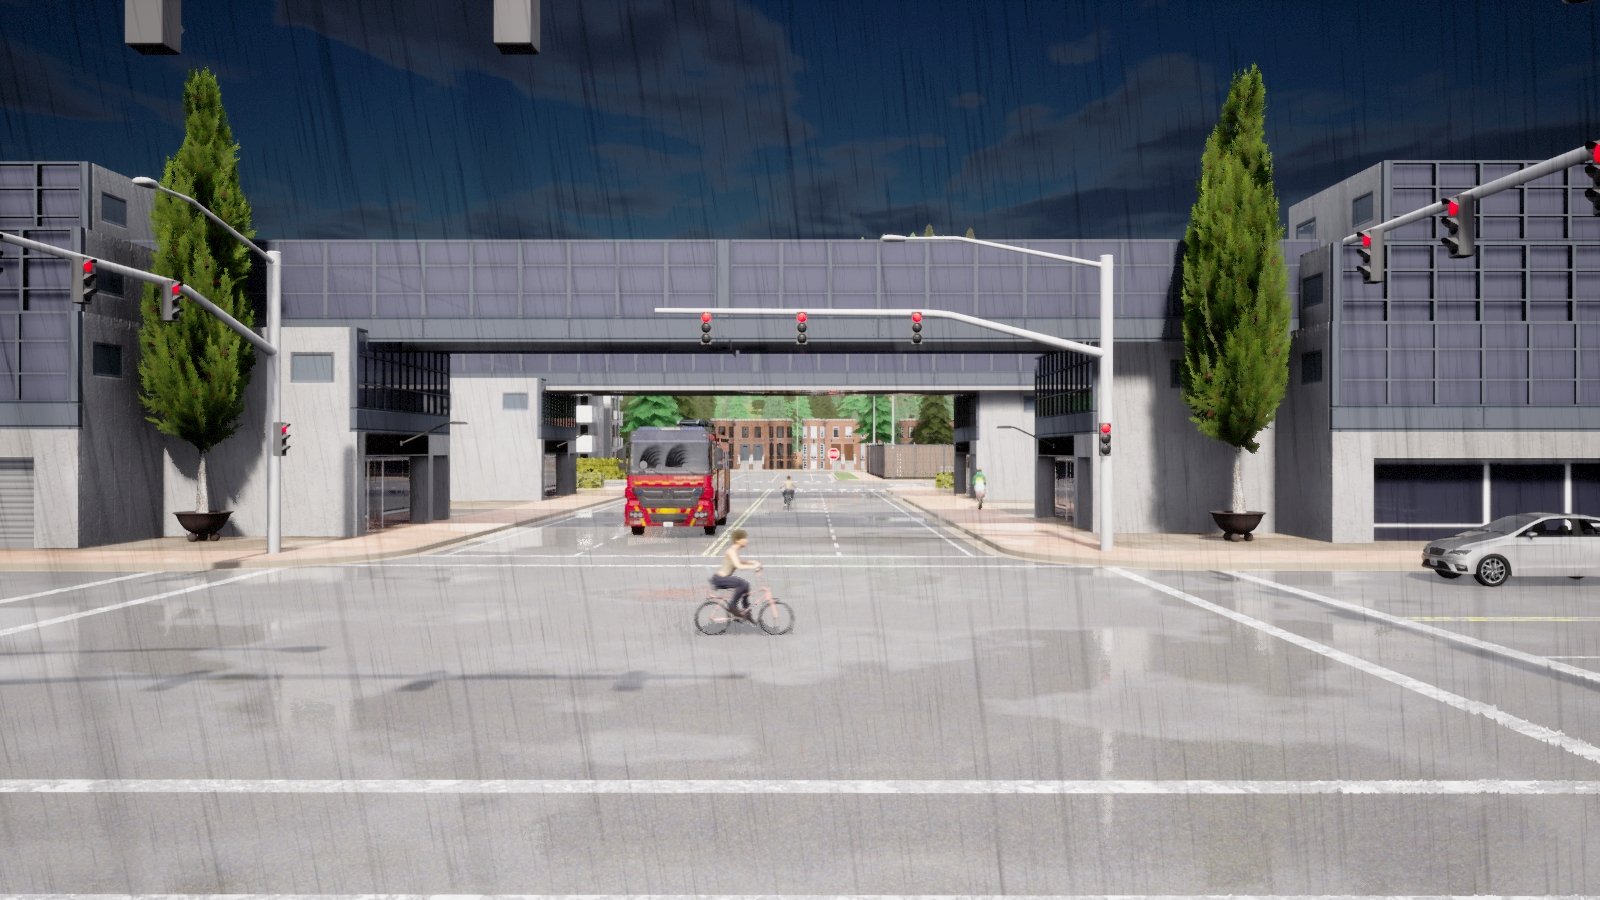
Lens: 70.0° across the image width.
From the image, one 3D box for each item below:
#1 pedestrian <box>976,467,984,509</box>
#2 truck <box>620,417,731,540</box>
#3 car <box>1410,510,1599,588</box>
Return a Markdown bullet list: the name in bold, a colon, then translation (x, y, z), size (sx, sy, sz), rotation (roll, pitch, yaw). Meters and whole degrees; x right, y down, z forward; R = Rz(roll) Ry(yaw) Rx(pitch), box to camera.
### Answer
- **pedestrian**: translation (8.117, 1.700, 51.519), size (0.375, 1.860, 0.375), rotation (0, 0, 11)
- **truck**: translation (-4.133, 0.890, 39.814), size (2.891, 3.827, 8.468), rotation (0, 0, 0)
- **car**: translation (15.490, 2.066, 24.189), size (4.193, 1.474, 1.816), rotation (0, 0, 0)
